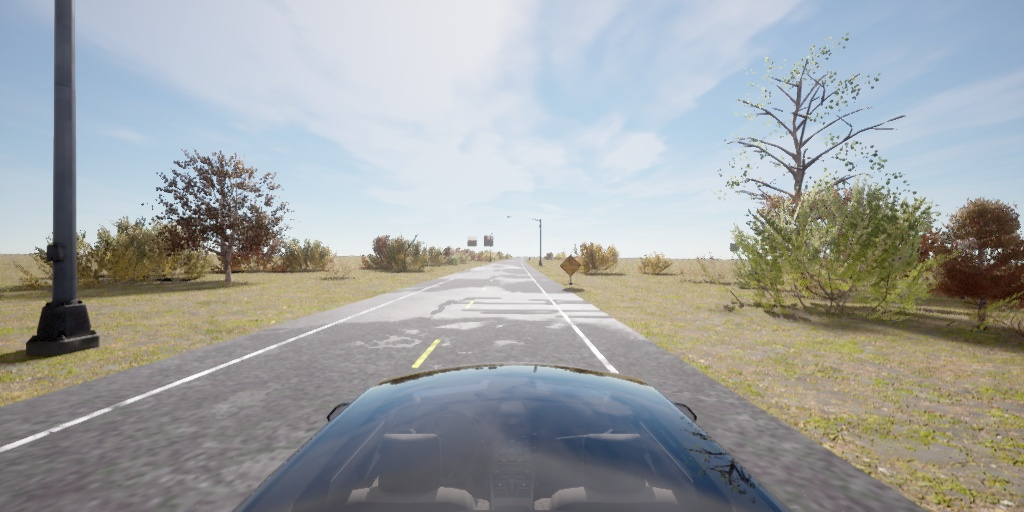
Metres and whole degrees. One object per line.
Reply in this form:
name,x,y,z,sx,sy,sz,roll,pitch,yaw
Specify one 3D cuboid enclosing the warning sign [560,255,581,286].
warning sign,3.592,0.872,21.861,1.300,1.860,1.060,0,0,0
